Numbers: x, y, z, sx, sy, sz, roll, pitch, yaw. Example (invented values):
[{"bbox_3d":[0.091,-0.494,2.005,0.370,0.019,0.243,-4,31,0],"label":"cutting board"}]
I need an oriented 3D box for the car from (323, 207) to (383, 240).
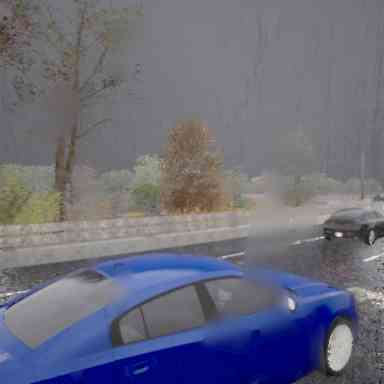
[{"bbox_3d":[7.759,1.476,15.255,4.892,1.490,1.837,0,0,-44],"label":"car"}]

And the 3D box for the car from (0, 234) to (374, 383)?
[{"bbox_3d":[-0.053,1.482,3.847,5.008,1.535,1.882,0,0,-35],"label":"car"}]

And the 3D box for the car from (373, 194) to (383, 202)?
[{"bbox_3d":[36.686,1.169,64.564,1.837,1.490,4.892,0,0,12],"label":"car"}]
